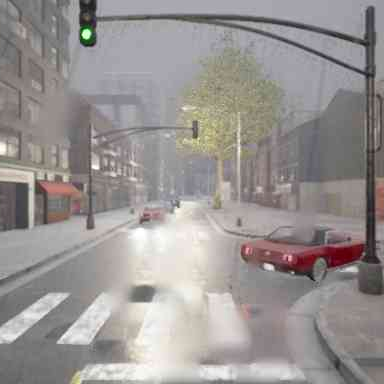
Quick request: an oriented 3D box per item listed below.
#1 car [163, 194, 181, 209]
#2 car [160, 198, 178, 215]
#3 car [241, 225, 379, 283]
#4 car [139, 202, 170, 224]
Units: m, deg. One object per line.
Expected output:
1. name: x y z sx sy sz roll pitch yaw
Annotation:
1. car: -2.812 1.306 47.594 2.150 2.045 5.566 0 0 0
2. car: -2.835 1.619 34.777 1.994 1.385 4.181 0 0 0
3. car: 3.688 1.633 9.873 4.718 1.301 1.895 1 0 -39
4. car: -2.832 1.639 24.835 1.895 1.301 4.718 0 0 -3
